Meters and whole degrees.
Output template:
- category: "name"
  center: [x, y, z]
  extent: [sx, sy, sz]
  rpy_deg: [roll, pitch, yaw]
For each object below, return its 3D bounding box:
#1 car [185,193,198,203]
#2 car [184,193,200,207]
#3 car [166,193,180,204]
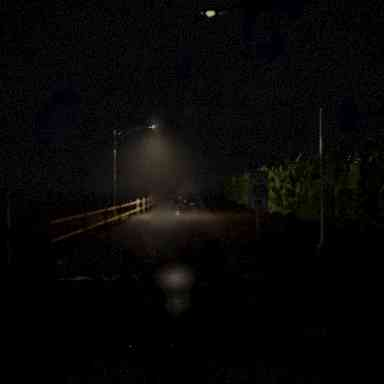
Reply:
- category: "car"
  center: [-0.010, 0.882, 54.689]
  extent: [2.033, 1.411, 5.357]
  rpy_deg: [0, 2, 0]
- category: "car"
  center: [-0.008, 1.107, 44.274]
  extent: [1.837, 1.490, 4.892]
  rpy_deg: [0, 1, 0]
- category: "car"
  center: [-2.759, 1.002, 48.862]
  extent: [1.837, 1.490, 4.892]
  rpy_deg: [0, 1, 0]
